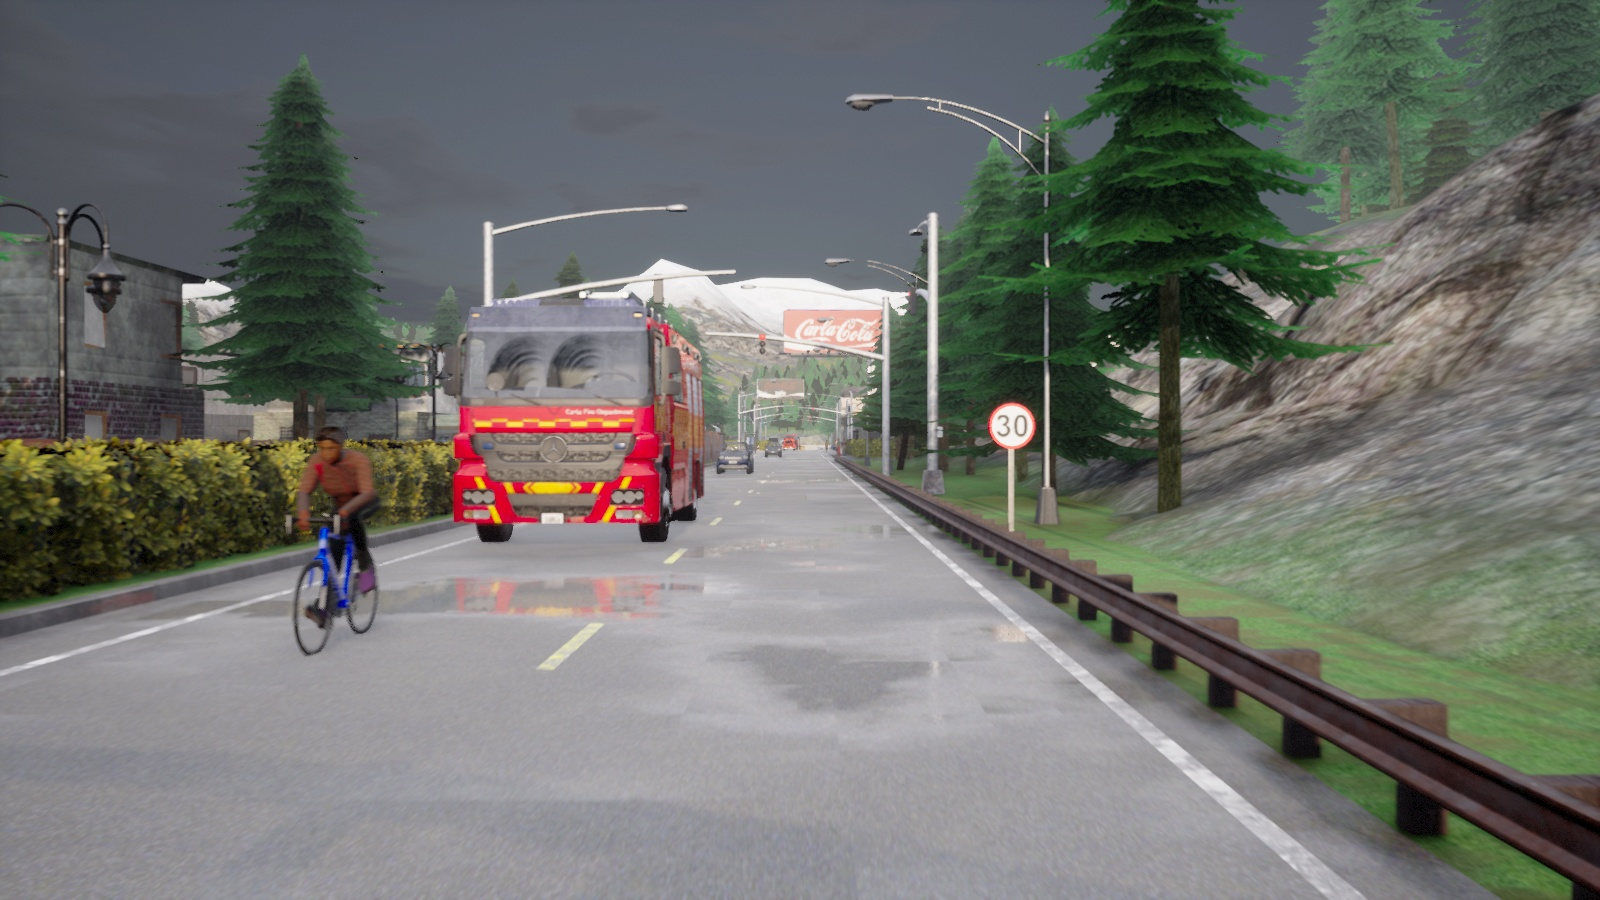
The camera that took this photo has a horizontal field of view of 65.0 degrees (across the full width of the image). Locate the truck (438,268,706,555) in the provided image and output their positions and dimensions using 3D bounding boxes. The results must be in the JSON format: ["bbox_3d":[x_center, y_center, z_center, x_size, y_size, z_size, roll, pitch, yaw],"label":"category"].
[{"bbox_3d":[-3.364,-0.539,21.000,2.891,3.827,8.468,0,0,0],"label":"truck"}]

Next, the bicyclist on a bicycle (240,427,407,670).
[{"bbox_3d":[-3.432,0.645,9.190,0.582,1.620,1.656,0,1,0],"label":"bicyclist on a bicycle"}]

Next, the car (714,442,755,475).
[{"bbox_3d":[-3.137,0.380,60.873,1.789,1.549,3.705,0,0,0],"label":"car"}]
